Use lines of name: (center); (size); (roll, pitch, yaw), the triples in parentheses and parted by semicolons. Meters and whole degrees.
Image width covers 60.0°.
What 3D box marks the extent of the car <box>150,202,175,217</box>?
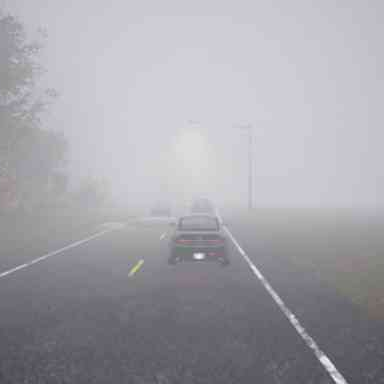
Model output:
car: (-2.778, 1.616, 31.730); (1.994, 1.385, 4.181); (0, 0, 3)

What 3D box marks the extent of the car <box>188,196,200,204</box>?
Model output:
car: (0.386, 1.658, 71.993); (2.128, 1.511, 4.902); (0, 0, 6)

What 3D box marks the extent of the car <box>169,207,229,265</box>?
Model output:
car: (0.243, 1.524, 11.747); (1.837, 1.490, 4.892); (0, 1, 1)

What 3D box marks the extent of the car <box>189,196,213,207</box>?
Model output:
car: (1.026, 1.407, 33.914); (2.097, 1.767, 4.553); (0, 0, 3)
